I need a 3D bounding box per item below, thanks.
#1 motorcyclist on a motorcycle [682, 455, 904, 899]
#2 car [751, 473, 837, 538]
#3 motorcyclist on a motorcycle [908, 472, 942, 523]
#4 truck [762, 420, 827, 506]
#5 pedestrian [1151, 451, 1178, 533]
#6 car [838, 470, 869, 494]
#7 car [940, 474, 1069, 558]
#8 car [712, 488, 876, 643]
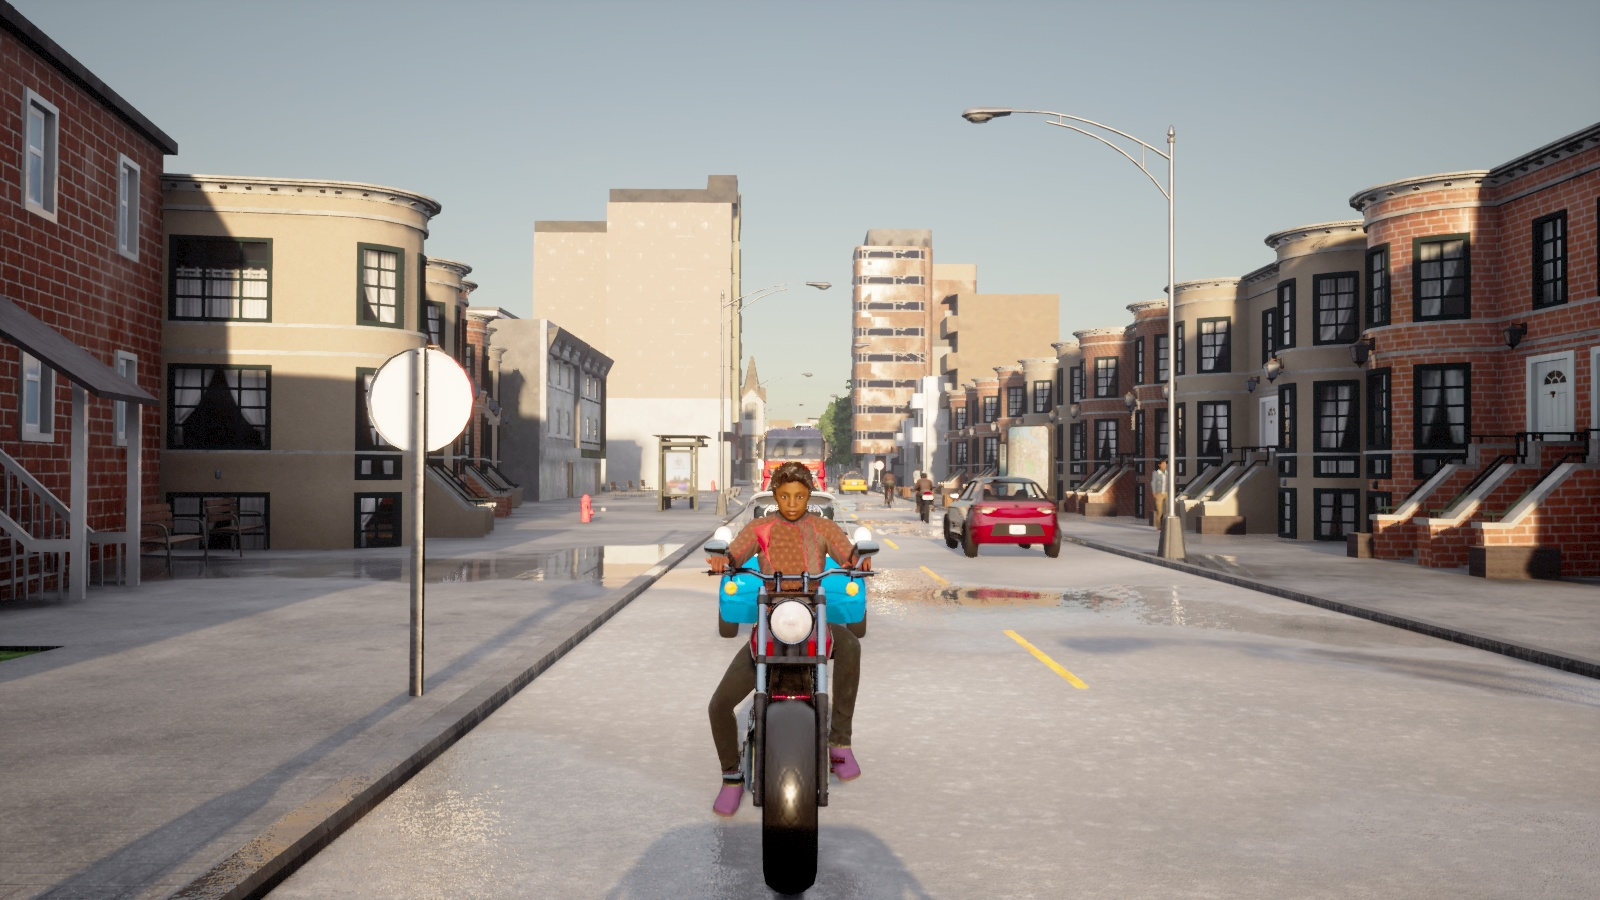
[{"bbox_3d":[-0.031,0.858,5.541,0.766,1.649,2.350,0,-1,0],"label":"motorcyclist on a motorcycle"},{"bbox_3d":[-0.145,1.292,30.506,1.970,1.475,3.806,0,-1,0],"label":"car"},{"bbox_3d":[3.820,1.427,38.534,0.797,1.523,2.044,0,-1,0],"label":"motorcyclist on a motorcycle"},{"bbox_3d":[-0.283,0.660,60.235,2.891,3.827,8.468,0,-1,0],"label":"truck"},{"bbox_3d":[8.738,0.994,30.127,0.423,1.949,0.788,0,-1,2],"label":"pedestrian"},{"bbox_3d":[3.586,2.161,84.867,1.801,1.575,5.366,0,-1,0],"label":"car"},{"bbox_3d":[3.883,1.224,24.557,1.816,1.474,4.193,0,-1,0],"label":"car"},{"bbox_3d":[-0.062,1.078,12.451,1.481,1.376,2.207,0,-1,0],"label":"car"}]
